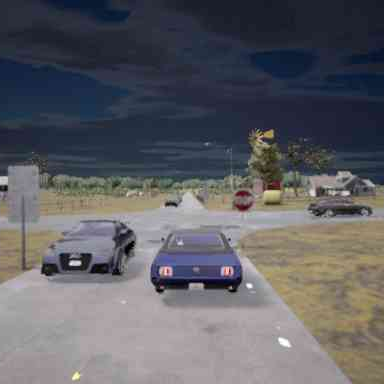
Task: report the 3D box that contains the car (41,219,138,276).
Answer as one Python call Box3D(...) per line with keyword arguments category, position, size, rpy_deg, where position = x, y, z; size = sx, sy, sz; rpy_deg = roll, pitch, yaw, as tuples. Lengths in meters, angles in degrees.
Box3D(category="car", position=(-2.878, 1.555, 10.152), size=(1.994, 1.385, 4.181), rpy_deg=(0, 0, 0))

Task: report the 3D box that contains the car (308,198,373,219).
Box3D(category="car", position=(11.684, 1.225, 26.202), size=(4.892, 1.490, 1.837), rpy_deg=(-1, 0, -6))

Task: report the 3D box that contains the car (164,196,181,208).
Box3D(category="car", position=(-3.018, 1.589, 48.824), size=(1.895, 1.301, 4.718), rpy_deg=(0, 0, -1))

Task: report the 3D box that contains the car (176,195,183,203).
Box3D(category="car", position=(-3.063, 1.499, 58.109), size=(1.837, 1.490, 4.892), rpy_deg=(0, 0, 0))

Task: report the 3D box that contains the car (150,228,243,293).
Box3D(category="car", position=(0.107, 1.593, 8.816), size=(1.895, 1.301, 4.718), rpy_deg=(0, 0, 0))

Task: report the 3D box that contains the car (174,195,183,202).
Box3D(category="car", position=(-3.170, 1.526, 78.436), size=(1.837, 1.490, 4.892), rpy_deg=(0, 0, 0))

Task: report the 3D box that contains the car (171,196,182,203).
Box3D(category="car", position=(-3.095, 1.570, 68.170), size=(1.994, 1.385, 4.181), rpy_deg=(0, 0, 0))
